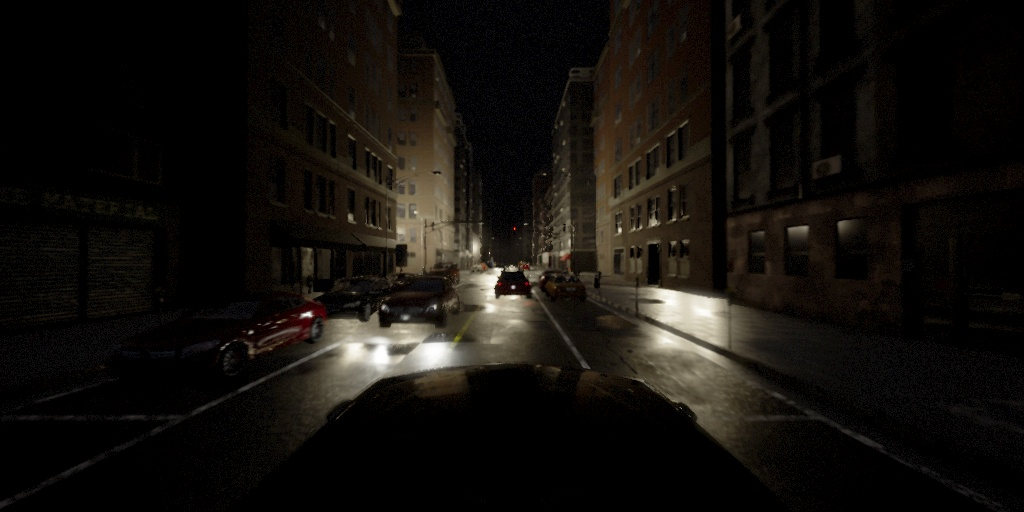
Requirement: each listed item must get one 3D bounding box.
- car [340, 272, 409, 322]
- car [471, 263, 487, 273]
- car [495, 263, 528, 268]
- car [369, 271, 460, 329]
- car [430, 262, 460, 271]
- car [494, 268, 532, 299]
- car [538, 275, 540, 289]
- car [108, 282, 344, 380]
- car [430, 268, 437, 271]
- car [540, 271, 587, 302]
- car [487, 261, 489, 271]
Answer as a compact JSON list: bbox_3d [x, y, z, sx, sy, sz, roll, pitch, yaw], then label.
[{"bbox_3d":[-5.389,1.435,12.727,2.007,1.370,4.403,0,0,0],"label":"car"},{"bbox_3d":[-5.396,1.939,55.426,2.007,1.370,4.403,0,0,0],"label":"car"},{"bbox_3d":[-0.004,1.577,29.686,2.128,1.511,4.902,0,-1,0],"label":"car"},{"bbox_3d":[-2.851,1.401,11.936,1.812,1.442,4.674,0,-1,0],"label":"car"},{"bbox_3d":[-5.392,1.391,28.965,2.192,1.841,5.009,0,0,0],"label":"car"},{"bbox_3d":[0.065,1.532,19.817,1.994,1.385,4.181,0,-1,0],"label":"car"},{"bbox_3d":[2.634,1.594,23.545,1.802,1.307,4.207,0,0,0],"label":"car"},{"bbox_3d":[-5.389,1.401,7.315,1.802,1.307,4.207,0,0,0],"label":"car"},{"bbox_3d":[-5.390,1.499,18.140,2.007,1.370,4.403,0,0,0],"label":"car"},{"bbox_3d":[2.635,1.474,18.302,1.751,1.417,4.829,0,0,0],"label":"car"},{"bbox_3d":[-5.397,1.997,60.880,1.888,1.381,4.507,0,0,0],"label":"car"}]
